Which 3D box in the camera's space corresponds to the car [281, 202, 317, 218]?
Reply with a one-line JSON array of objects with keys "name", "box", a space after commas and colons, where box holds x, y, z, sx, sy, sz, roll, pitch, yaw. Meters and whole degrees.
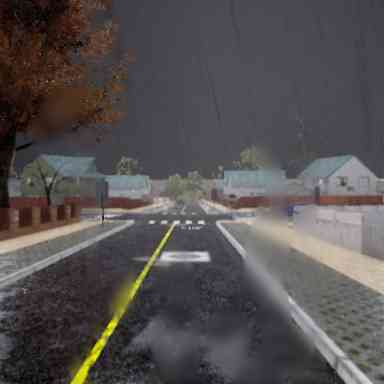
[{"name": "car", "box": [11.226, 1.717, 32.516, 5.008, 1.535, 1.882, 0, 2, -6]}]

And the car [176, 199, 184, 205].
[{"name": "car", "box": [-2.735, 2.371, 78.596, 2.033, 1.411, 5.357, 0, -1, 0]}]
